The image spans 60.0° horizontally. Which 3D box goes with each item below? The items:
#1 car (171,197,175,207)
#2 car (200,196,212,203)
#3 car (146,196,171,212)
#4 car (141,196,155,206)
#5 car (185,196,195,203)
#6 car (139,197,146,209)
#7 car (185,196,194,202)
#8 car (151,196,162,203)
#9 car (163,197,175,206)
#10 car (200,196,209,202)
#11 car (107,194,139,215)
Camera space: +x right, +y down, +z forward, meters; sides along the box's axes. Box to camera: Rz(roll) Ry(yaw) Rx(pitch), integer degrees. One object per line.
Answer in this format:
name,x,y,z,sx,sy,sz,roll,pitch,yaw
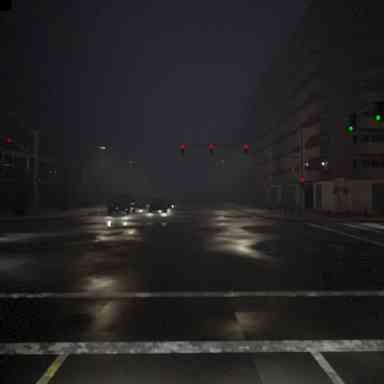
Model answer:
car,-3.915,1.527,48.165,2.128,1.511,4.902,0,0,0
car,3.028,1.615,68.499,1.994,1.385,4.181,0,0,0
car,-3.850,1.506,38.678,1.882,1.535,5.008,0,0,0
car,-7.465,1.546,56.711,1.837,1.490,4.892,0,0,0
car,-0.469,1.576,68.077,1.812,1.442,4.674,0,0,0
car,-7.399,1.511,45.126,1.882,1.535,5.008,0,0,0
car,-0.542,1.606,78.387,1.994,1.385,4.181,0,0,0
car,-7.488,1.619,70.654,1.895,1.301,4.718,0,0,0
car,-3.977,1.607,58.181,1.994,1.385,4.181,0,0,-1
car,2.958,1.649,78.443,1.895,1.301,4.718,0,0,0
car,-7.327,1.248,35.123,2.150,2.045,5.566,0,0,0
